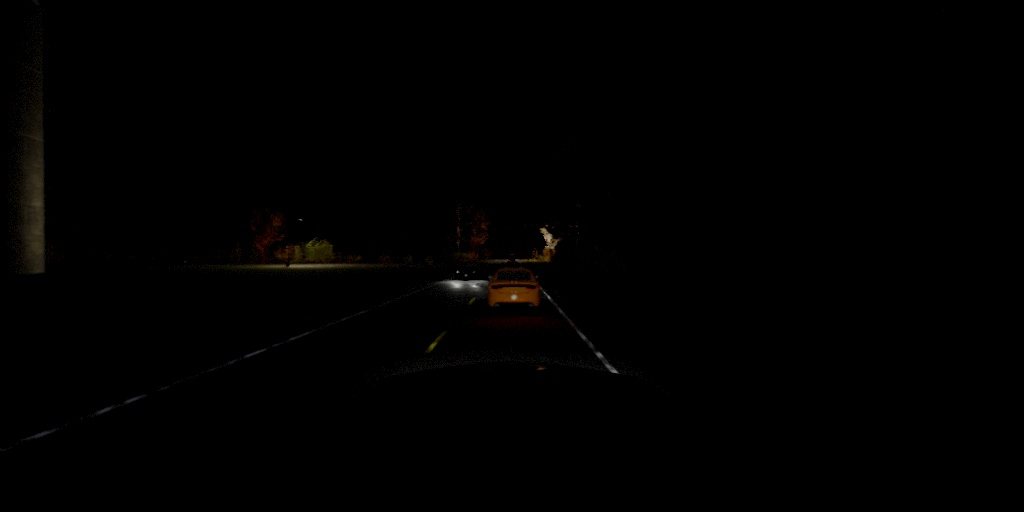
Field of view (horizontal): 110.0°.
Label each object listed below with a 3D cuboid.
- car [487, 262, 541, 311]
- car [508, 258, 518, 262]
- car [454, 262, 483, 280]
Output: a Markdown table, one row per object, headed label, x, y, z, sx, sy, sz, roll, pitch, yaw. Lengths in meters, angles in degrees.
| label | x | y | z | sx | sy | sz | roll | pitch | yaw |
| --- | --- | --- | --- | --- | --- | --- | --- | --- | --- |
| car | 0.078 | 1.202 | 14.366 | 1.882 | 1.535 | 5.008 | 0 | 0 | 0 |
| car | 0.099 | 1.228 | 38.238 | 1.994 | 1.385 | 4.181 | 0 | 0 | 0 |
| car | -3.586 | 1.211 | 30.342 | 1.812 | 1.442 | 4.674 | 0 | 0 | 0 |
